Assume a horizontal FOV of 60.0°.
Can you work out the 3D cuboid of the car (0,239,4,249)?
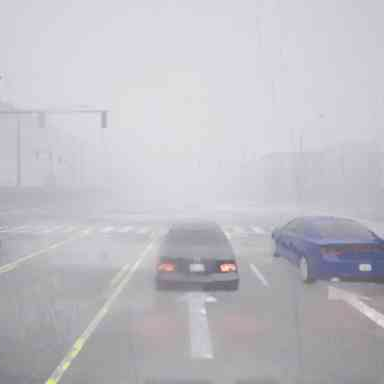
[{"bbox_3d":[-7.061,1.470,8.453,2.033,1.411,5.357,0,0,0],"label":"car"}]

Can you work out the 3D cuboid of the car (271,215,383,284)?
[{"bbox_3d":[3.599,1.392,9.378,1.882,1.535,5.008,0,1,0],"label":"car"}]

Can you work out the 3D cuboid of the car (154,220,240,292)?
[{"bbox_3d":[0.098,1.467,8.855,2.033,1.411,5.357,0,1,0],"label":"car"}]
